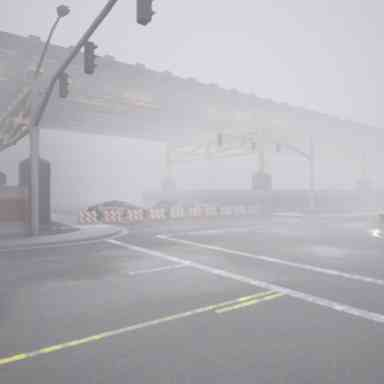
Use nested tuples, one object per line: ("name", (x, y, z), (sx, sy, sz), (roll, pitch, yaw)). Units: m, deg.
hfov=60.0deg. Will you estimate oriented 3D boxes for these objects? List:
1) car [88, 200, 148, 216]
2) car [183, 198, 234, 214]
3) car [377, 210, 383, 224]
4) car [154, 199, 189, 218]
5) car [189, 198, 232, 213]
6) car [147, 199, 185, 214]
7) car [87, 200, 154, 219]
("car", (-6.094, 1.285, 27.732), (4.536, 1.218, 1.853), (0, 0, 8))
("car", (1.615, 1.434, 34.167), (4.974, 1.542, 2.038), (0, 0, -7))
("car", (14.796, 1.456, 23.134), (5.008, 1.535, 1.882), (0, 0, -35))
("car", (-2.297, 1.439, 30.408), (2.038, 1.542, 4.974), (0, 0, 18))
("car", (1.563, 1.277, 34.160), (4.536, 1.218, 1.853), (0, 0, -7))
("car", (-2.281, 1.281, 30.458), (1.853, 1.218, 4.536), (0, 0, 18))
("car", (-6.043, 1.443, 27.725), (4.974, 1.542, 2.038), (0, 0, 8))
